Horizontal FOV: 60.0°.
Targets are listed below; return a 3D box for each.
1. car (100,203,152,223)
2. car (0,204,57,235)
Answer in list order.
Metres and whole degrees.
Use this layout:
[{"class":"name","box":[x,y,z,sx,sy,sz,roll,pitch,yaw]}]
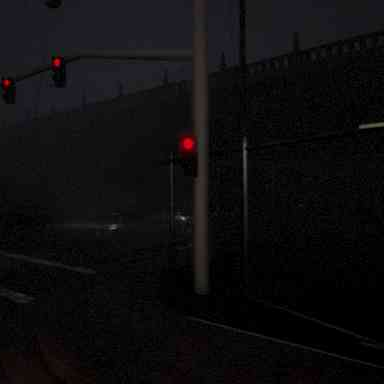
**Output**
[{"class":"car","box":[-5.538,1.715,28.376,1.882,1.535,5.008,-1,0,35]},{"class":"car","box":[-10.917,1.589,20.792,2.097,1.767,4.553,-1,0,35]}]
